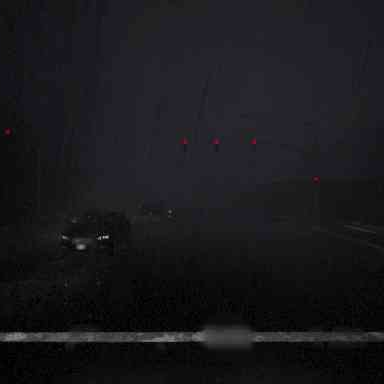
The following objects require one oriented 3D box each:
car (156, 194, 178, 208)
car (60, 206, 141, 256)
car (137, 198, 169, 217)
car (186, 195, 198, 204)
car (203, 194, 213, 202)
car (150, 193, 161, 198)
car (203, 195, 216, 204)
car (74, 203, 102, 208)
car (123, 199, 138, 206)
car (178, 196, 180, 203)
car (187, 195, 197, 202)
[{"bbox_3d":[-3.605,1.493,48.344,2.128,1.511,4.902,0,0,0],"label":"car"},{"bbox_3d":[-3.604,1.518,13.262,2.128,1.511,4.902,0,0,0],"label":"car"},{"bbox_3d":[-3.606,1.547,31.751,2.033,1.411,5.357,0,0,0],"label":"car"},{"bbox_3d":[-0.011,1.504,63.685,1.837,1.490,4.892,0,0,0],"label":"car"},{"bbox_3d":[3.490,1.355,74.375,2.097,1.767,4.553,0,0,0],"label":"car"},{"bbox_3d":[-7.044,1.223,65.692,2.150,2.045,5.566,0,0,0],"label":"car"},{"bbox_3d":[3.594,1.547,64.152,2.033,1.411,5.357,0,0,0],"label":"car"},{"bbox_3d":[-7.106,1.530,22.602,2.128,1.511,4.902,0,0,0],"label":"car"},{"bbox_3d":[-7.107,1.547,40.976,2.033,1.411,5.357,0,0,0],"label":"car"},{"bbox_3d":[-3.512,1.351,68.766,2.097,1.767,4.553,0,0,0],"label":"car"},{"bbox_3d":[-0.012,1.413,73.795,1.994,1.385,4.181,0,0,0],"label":"car"}]
